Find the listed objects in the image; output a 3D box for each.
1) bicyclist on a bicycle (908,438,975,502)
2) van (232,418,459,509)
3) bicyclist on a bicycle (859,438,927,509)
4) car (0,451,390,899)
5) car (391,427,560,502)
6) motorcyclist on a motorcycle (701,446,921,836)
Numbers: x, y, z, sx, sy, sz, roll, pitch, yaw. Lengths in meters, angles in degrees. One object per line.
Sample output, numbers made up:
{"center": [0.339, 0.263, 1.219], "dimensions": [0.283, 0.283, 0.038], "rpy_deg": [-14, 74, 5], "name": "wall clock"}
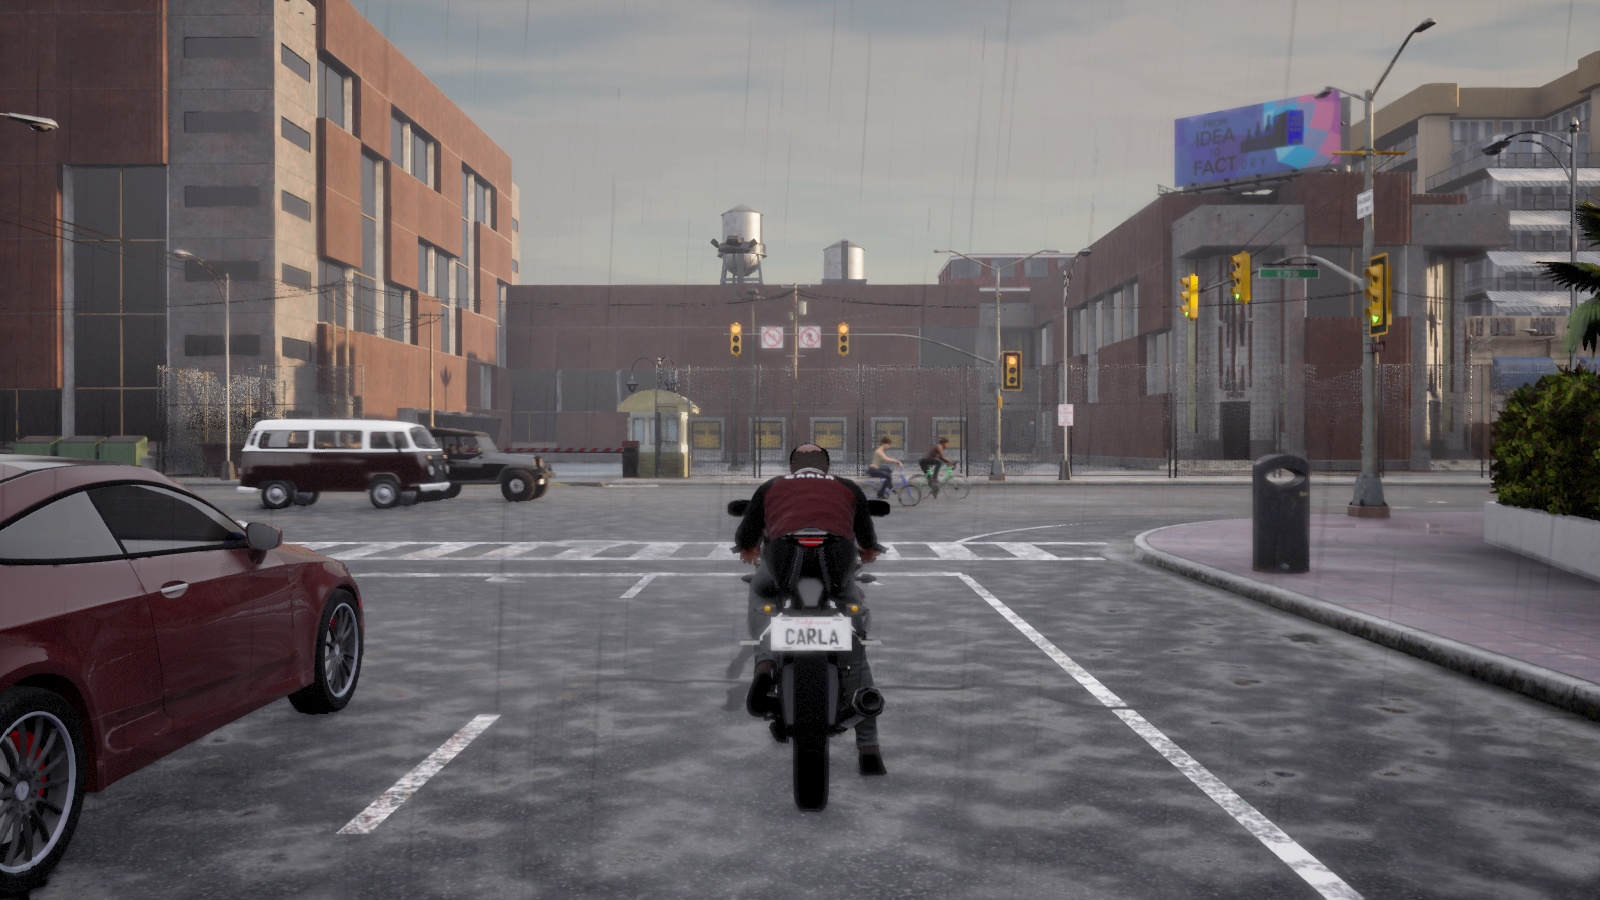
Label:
{"center": [3.629, 0.520, 32.327], "dimensions": [1.656, 1.620, 0.582], "rpy_deg": [0, 0, 1], "name": "bicyclist on a bicycle"}
{"center": [-10.416, 0.298, 29.015], "dimensions": [4.480, 2.038, 2.069], "rpy_deg": [0, 0, 1], "name": "van"}
{"center": [2.119, 0.522, 28.842], "dimensions": [1.509, 1.612, 0.866], "rpy_deg": [0, 0, 0], "name": "bicyclist on a bicycle"}
{"center": [-3.445, 0.739, 5.441], "dimensions": [1.812, 1.442, 4.674], "rpy_deg": [0, 0, 0], "name": "car"}
{"center": [-8.324, 0.352, 32.488], "dimensions": [3.866, 1.878, 1.905], "rpy_deg": [0, 0, 1], "name": "car"}
{"center": [0.045, 0.747, 6.037], "dimensions": [0.866, 1.530, 2.191], "rpy_deg": [0, 0, 0], "name": "motorcyclist on a motorcycle"}
